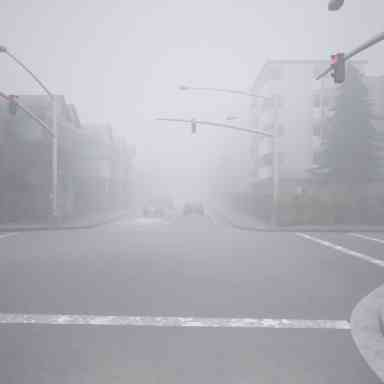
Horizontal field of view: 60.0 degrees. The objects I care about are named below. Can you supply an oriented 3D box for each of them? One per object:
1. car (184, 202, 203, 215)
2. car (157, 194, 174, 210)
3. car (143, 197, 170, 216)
[{"bbox_3d":[0.129,1.601,33.208,1.895,1.301,4.718,0,0,-1],"label":"car"},{"bbox_3d":[-3.566,1.221,42.900,2.150,2.045,5.566,0,0,0],"label":"car"},{"bbox_3d":[-3.589,1.491,32.324,2.128,1.511,4.902,0,0,0],"label":"car"}]
